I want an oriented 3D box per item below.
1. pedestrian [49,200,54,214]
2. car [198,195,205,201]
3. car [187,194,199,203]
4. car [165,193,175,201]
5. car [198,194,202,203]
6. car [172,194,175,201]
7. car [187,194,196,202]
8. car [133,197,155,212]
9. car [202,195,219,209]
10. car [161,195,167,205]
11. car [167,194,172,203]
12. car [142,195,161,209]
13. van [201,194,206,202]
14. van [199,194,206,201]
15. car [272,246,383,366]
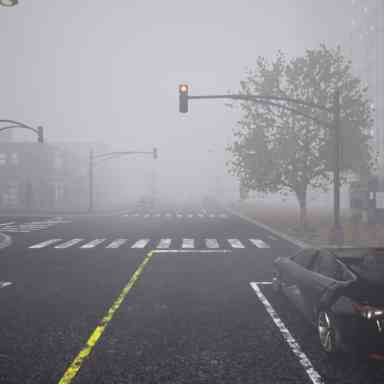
[{"bbox_3d":[-12.783,1.318,30.262,0.375,1.300,0.375,0,-1,-1],"label":"pedestrian"},{"bbox_3d":[2.594,1.534,88.408,1.752,1.417,4.829,0,0,0],"label":"car"},{"bbox_3d":[0.014,1.570,69.569,1.994,1.385,4.181,0,0,1],"label":"car"},{"bbox_3d":[-5.786,1.324,88.227,2.192,1.841,5.009,0,0,0],"label":"car"},{"bbox_3d":[2.625,1.556,60.483,2.008,1.369,4.403,0,0,0],"label":"car"},{"bbox_3d":[-5.780,1.558,82.675,2.008,1.369,4.403,0,0,0],"label":"car"},{"bbox_3d":[-0.088,1.362,79.487,2.097,1.767,4.553,0,0,0],"label":"car"},{"bbox_3d":[-5.729,1.584,38.267,1.802,1.307,4.206,0,0,0],"label":"car"},{"bbox_3d":[2.644,1.528,44.000,1.752,1.417,4.829,0,0,0],"label":"car"},{"bbox_3d":[-5.748,1.555,54.921,2.008,1.369,4.403,0,0,0],"label":"car"},{"bbox_3d":[-5.767,1.531,71.404,1.752,1.417,4.829,0,0,0],"label":"car"},{"bbox_3d":[-5.735,1.318,43.818,2.192,1.841,5.009,0,0,0],"label":"car"},{"bbox_3d":[2.639,1.345,49.382,1.690,1.788,3.998,0,0,0],"label":"van"},{"bbox_3d":[2.602,1.349,82.687,1.690,1.788,3.998,0,0,0],"label":"van"},{"bbox_3d":[2.688,1.566,5.801,1.947,1.339,4.313,0,0,0],"label":"car"}]
